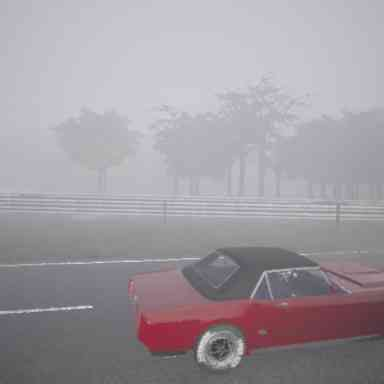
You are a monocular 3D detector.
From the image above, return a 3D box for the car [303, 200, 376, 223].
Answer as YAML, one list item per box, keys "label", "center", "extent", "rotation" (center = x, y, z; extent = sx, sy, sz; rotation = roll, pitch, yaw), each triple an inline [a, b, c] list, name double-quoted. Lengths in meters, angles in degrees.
- label: "car"
  center: [10.391, 1.336, 23.387]
  extent: [4.892, 1.490, 1.837]
  rotation: [1, 2, -1]

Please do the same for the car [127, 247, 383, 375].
- label: "car"
  center: [1.434, 1.578, 5.216]
  extent: [4.718, 1.301, 1.895]
  rotation: [1, 1, -15]

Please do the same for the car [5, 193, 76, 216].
- label: "car"
  center: [-10.894, 0.869, 24.099]
  extent: [4.892, 1.490, 1.837]
  rotation: [1, 2, 5]
